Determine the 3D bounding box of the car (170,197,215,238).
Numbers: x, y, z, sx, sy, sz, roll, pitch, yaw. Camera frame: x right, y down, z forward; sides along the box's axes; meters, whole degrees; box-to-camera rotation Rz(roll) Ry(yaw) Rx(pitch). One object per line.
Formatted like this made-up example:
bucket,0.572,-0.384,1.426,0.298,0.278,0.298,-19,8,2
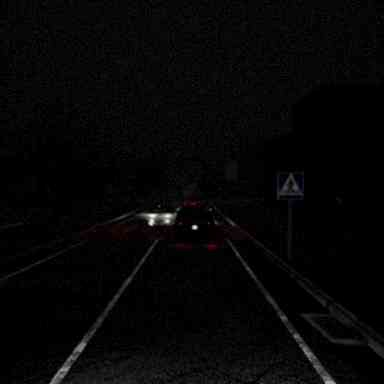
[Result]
car,0.127,1.356,17.197,1.994,1.385,4.181,0,7,0

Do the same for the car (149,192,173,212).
car,-3.212,1.043,35.587,2.150,2.045,5.566,0,0,0

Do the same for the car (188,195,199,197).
car,0.162,1.177,34.726,2.097,1.767,4.553,0,1,0

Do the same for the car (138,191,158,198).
car,-10.296,0.630,78.274,4.181,1.385,1.994,1,2,-33
